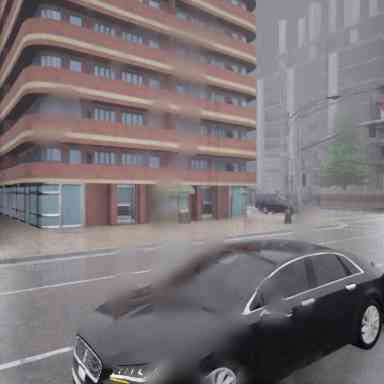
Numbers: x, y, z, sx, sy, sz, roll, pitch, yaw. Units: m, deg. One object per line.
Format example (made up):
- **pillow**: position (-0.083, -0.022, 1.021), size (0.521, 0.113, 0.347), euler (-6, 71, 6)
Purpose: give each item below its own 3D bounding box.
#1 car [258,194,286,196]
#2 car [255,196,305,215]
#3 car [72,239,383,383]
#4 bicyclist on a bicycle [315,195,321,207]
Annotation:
- **car**: position (9.679, 1.222, 37.728), size (2.150, 2.045, 5.566), euler (0, 0, -36)
- **car**: position (8.854, 1.491, 32.929), size (2.128, 1.511, 4.902), euler (0, 0, -36)
- **car**: position (0.894, 1.505, 4.650), size (4.892, 1.490, 1.837), euler (0, 0, -36)
- **bicyclist on a bicycle**: position (17.790, 1.301, 46.928), size (1.656, 1.620, 0.582), euler (0, 0, -36)
